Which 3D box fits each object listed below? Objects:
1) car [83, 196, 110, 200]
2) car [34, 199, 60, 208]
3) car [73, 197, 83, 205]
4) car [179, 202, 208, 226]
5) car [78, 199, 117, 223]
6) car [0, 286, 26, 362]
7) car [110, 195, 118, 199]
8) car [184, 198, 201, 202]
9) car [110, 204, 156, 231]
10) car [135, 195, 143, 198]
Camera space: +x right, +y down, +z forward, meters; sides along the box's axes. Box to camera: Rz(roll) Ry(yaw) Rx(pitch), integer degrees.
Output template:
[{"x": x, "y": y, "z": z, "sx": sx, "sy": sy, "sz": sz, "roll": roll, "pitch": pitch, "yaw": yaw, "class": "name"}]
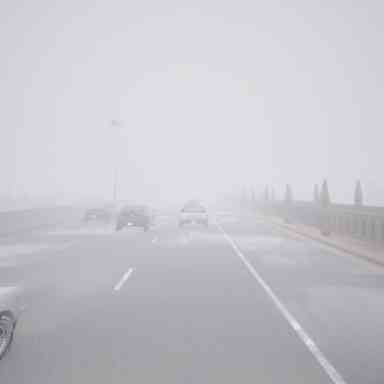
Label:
[{"x": -14.087, "y": 1.490, "z": 49.273, "sx": 1.882, "sy": 1.535, "sz": 5.008, "roll": 0, "pitch": 0, "yaw": 0, "class": "car"}, {"x": -21.083, "y": 1.611, "z": 48.356, "sx": 1.895, "sy": 1.301, "sz": 4.718, "roll": 0, "pitch": 0, "yaw": 0, "class": "car"}, {"x": -17.570, "y": 1.509, "z": 53.581, "sx": 2.128, "sy": 1.511, "sz": 4.902, "roll": 0, "pitch": 0, "yaw": 1, "class": "car"}, {"x": 0.090, "y": 1.602, "z": 23.111, "sx": 1.895, "sy": 1.301, "sz": 4.718, "roll": 0, "pitch": 0, "yaw": 0, "class": "car"}, {"x": -6.910, "y": 1.526, "z": 25.673, "sx": 1.812, "sy": 1.442, "sz": 4.674, "roll": 0, "pitch": 0, "yaw": 0, "class": "car"}, {"x": -3.401, "y": 1.601, "z": 2.832, "sx": 1.895, "sy": 1.301, "sz": 4.718, "roll": 0, "pitch": 0, "yaw": 0, "class": "car"}, {"x": -21.225, "y": 1.537, "z": 89.276, "sx": 1.882, "sy": 1.535, "sz": 5.008, "roll": 0, "pitch": 0, "yaw": -4, "class": "car"}, {"x": 0.085, "y": 1.510, "z": 41.393, "sx": 1.837, "sy": 1.490, "sz": 4.892, "roll": 0, "pitch": 0, "yaw": 0, "class": "car"}, {"x": -3.409, "y": 1.505, "z": 20.633, "sx": 1.837, "sy": 1.490, "sz": 4.892, "roll": 0, "pitch": 0, "yaw": 0, "class": "car"}, {"x": -14.248, "y": 1.538, "z": 89.841, "sx": 1.837, "sy": 1.490, "sz": 4.892, "roll": 0, "pitch": 0, "yaw": -4, "class": "car"}]
